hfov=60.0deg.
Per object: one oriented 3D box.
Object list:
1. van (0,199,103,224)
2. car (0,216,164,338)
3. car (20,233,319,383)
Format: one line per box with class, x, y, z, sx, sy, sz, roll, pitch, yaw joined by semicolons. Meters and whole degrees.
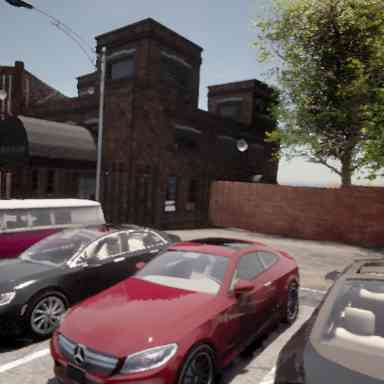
van;-4.378;1.188;8.263;1.878;1.987;4.442;1;1;36
car;-2.034;1.441;6.742;2.231;1.521;4.892;1;0;36
car;0.234;1.501;5.118;2.002;1.452;4.674;1;0;36
